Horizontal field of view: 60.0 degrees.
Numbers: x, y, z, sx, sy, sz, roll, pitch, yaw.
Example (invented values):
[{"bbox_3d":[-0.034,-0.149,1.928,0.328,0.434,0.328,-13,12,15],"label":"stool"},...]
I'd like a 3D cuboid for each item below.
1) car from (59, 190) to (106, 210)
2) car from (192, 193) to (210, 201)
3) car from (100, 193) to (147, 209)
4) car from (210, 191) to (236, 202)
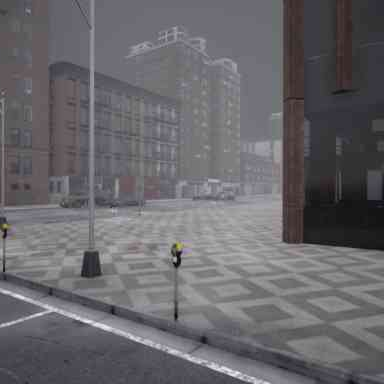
[{"bbox_3d":[-11.992,0.833,37.313,2.150,2.045,5.566,0,1,36],"label":"car"},{"bbox_3d":[2.000,0.891,56.643,1.895,1.301,4.718,0,1,36],"label":"car"},{"bbox_3d":[-7.462,1.131,38.052,2.033,1.411,5.357,0,1,36],"label":"car"},{"bbox_3d":[5.482,0.637,55.895,2.097,1.767,4.553,0,1,36],"label":"car"}]
